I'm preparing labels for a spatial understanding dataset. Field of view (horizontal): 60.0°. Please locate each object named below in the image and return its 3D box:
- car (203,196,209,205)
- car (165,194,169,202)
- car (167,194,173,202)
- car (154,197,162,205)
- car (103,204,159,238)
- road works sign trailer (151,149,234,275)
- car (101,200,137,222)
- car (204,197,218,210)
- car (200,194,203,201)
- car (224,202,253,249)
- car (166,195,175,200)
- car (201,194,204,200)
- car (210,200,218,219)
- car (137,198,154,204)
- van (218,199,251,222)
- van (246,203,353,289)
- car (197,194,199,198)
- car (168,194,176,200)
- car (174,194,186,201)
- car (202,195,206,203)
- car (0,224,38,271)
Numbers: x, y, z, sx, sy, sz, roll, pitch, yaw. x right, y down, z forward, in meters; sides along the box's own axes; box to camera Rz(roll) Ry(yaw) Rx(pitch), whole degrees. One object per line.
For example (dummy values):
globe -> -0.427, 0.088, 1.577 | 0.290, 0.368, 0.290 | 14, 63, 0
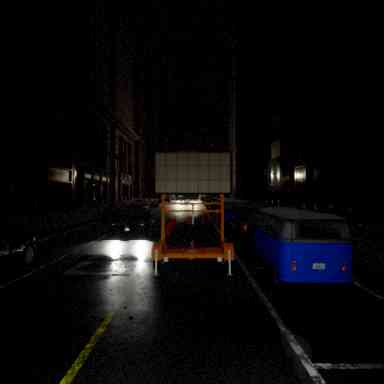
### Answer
car -> 2.789, 1.529, 42.661 | 1.887, 1.381, 4.507 | 1, 0, 0
car -> -5.692, 1.547, 59.551 | 1.802, 1.307, 4.206 | 1, 0, 0
car -> -5.661, 1.388, 70.800 | 1.967, 1.590, 4.097 | 1, 0, 0
car -> -5.722, 1.504, 48.132 | 1.752, 1.417, 4.829 | 1, 0, 0
car -> -3.053, 1.563, 17.608 | 1.994, 1.385, 4.181 | 0, 0, 0
road works sign trailer -> 0.028, 0.465, 10.379 | 2.380, 3.560, 2.880 | 0, 0, 0
car -> -5.781, 1.540, 25.805 | 1.887, 1.381, 4.507 | 1, 0, 0
car -> 2.774, 1.540, 37.036 | 2.008, 1.369, 4.403 | 1, 0, 0
car -> 2.834, 1.510, 59.535 | 1.887, 1.381, 4.507 | 1, 0, 0
car -> 2.716, 1.440, 14.537 | 1.967, 1.590, 4.097 | 1, 0, 0
car -> -5.618, 1.484, 87.673 | 1.947, 1.339, 4.313 | 1, 0, 0
car -> 2.819, 1.517, 53.910 | 1.887, 1.381, 4.507 | 1, 0, 0
car -> 2.744, 1.546, 25.787 | 2.008, 1.369, 4.403 | 1, 0, 0
car -> -5.751, 1.540, 37.053 | 2.008, 1.369, 4.403 | 1, 0, 0
van -> 2.731, 1.339, 20.162 | 1.690, 1.788, 3.998 | 1, 0, 0
van -> 2.702, 1.342, 8.912 | 1.690, 1.788, 3.998 | 1, 0, 0
car -> 2.893, 1.473, 82.034 | 1.887, 1.381, 4.507 | 1, 0, 0
car -> -5.602, 1.348, 93.298 | 1.967, 1.590, 4.097 | 1, 0, 0
car -> -2.786, 1.494, 81.347 | 1.994, 1.385, 4.181 | 0, 0, 0
car -> 2.804, 1.523, 48.285 | 1.887, 1.381, 4.507 | 1, 0, 0
car -> -5.826, 1.545, 8.931 | 1.887, 1.381, 4.507 | 1, 0, 0
